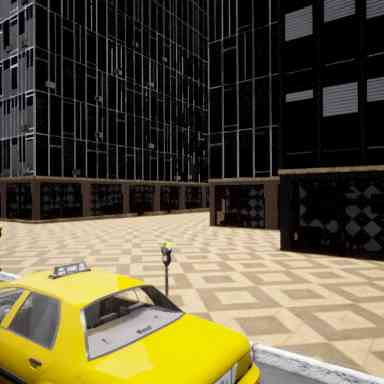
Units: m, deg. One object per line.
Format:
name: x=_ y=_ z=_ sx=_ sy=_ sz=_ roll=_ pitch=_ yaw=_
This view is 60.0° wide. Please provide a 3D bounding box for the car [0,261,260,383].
car: x=-1.637 y=1.526 z=4.033 sx=4.829 sy=1.417 sz=1.752 roll=0 pitch=0 yaw=35
